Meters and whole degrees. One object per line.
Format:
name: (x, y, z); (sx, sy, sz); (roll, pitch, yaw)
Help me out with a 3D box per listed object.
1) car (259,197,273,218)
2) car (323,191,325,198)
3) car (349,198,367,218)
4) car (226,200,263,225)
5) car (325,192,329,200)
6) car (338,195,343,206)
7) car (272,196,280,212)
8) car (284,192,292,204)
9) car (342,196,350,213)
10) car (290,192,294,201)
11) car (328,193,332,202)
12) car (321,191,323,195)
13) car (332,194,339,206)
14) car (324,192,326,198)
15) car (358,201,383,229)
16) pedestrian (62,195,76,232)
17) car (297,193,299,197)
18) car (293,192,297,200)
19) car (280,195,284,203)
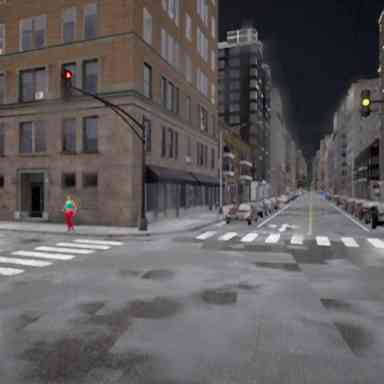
car: (5.383, 1.385, 28.061); (1.947, 1.339, 4.313); (1, 1, 20)
car: (32.119, 1.050, 77.227); (1.947, 1.339, 4.313); (1, 1, 20)
car: (13.408, 1.379, 25.182); (1.887, 1.381, 4.507); (1, 1, 20)
car: (3.512, 1.435, 22.858); (1.802, 1.307, 4.206); (1, 1, 20)
car: (28.377, 1.121, 66.818); (1.947, 1.339, 4.313); (1, 1, 20)
car: (17.150, 1.310, 35.591); (1.887, 1.381, 4.507); (1, 1, 20)
car: (7.254, 1.336, 33.264); (2.008, 1.369, 4.403); (1, 1, 20)
car: (14.679, 1.173, 53.917); (1.752, 1.417, 4.829); (1, 1, 20)
car: (15.279, 1.351, 30.386); (2.008, 1.369, 4.403); (1, 1, 20)
car: (16.607, 1.178, 59.280); (1.947, 1.339, 4.313); (1, 1, 20)
car: (24.634, 1.177, 56.409); (2.008, 1.369, 4.403); (1, 1, 20)
car: (35.862, 0.855, 87.634); (1.967, 1.590, 4.097); (1, 1, 20)
car: (20.892, 1.262, 46.000); (1.947, 1.339, 4.313); (1, 1, 20)
car: (30.248, 1.102, 72.023); (1.802, 1.307, 4.206); (1, 1, 20)
car: (11.537, 1.434, 19.978); (1.947, 1.339, 4.313); (1, 1, 20)
pedestrian: (-5.991, 1.027, 16.267); (0.375, 1.860, 0.375); (0, -1, 19)
car: (22.221, 0.820, 74.887); (2.192, 1.841, 5.009); (1, 1, 20)
car: (20.349, 1.107, 69.686); (1.947, 1.339, 4.313); (1, 1, 20)
car: (9.125, 1.296, 38.467); (1.887, 1.381, 4.507); (1, 1, 20)
